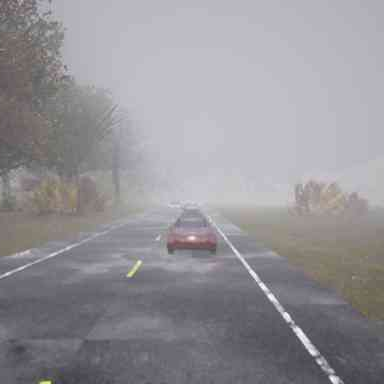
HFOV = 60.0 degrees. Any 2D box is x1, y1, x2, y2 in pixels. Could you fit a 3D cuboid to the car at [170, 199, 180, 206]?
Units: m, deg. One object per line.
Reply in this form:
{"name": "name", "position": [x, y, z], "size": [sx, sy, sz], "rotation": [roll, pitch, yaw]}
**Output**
{"name": "car", "position": [-3.528, 2.177, 70.971], "size": [1.994, 1.385, 4.181], "rotation": [0, 0, 0]}

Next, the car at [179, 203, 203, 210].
{"name": "car", "position": [-0.006, 1.794, 29.386], "size": [1.812, 1.442, 4.674], "rotation": [0, 0, 0]}

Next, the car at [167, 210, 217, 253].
{"name": "car", "position": [0.000, 1.697, 14.317], "size": [1.994, 1.385, 4.181], "rotation": [0, 0, 0]}
